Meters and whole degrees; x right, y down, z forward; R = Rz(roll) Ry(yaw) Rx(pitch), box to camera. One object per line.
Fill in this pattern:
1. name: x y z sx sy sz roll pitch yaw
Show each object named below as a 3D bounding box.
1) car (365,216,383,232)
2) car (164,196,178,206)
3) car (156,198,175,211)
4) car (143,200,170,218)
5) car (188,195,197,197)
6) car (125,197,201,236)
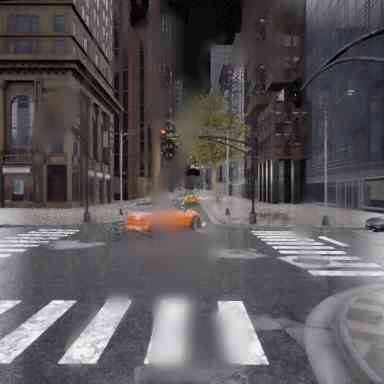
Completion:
1. car: 11.910 1.632 18.363 4.403 1.369 2.008 0 0 0
2. car: -3.143 1.383 50.669 1.895 1.301 4.718 0 0 0
3. car: -3.139 1.460 40.545 1.895 1.301 4.718 0 0 0
4. car: -3.128 1.490 30.310 1.994 1.385 4.181 0 0 0
5. car: 0.042 1.205 57.004 1.882 1.535 5.008 0 1 0
6. car: -1.472 1.334 18.539 2.097 1.767 4.553 0 0 38
